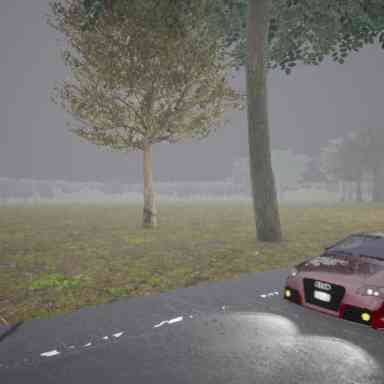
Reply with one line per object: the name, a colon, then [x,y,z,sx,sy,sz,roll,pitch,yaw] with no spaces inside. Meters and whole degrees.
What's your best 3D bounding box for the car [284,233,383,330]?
car: [3.798,1.562,6.744,4.181,1.385,1.994,0,0,-36]
